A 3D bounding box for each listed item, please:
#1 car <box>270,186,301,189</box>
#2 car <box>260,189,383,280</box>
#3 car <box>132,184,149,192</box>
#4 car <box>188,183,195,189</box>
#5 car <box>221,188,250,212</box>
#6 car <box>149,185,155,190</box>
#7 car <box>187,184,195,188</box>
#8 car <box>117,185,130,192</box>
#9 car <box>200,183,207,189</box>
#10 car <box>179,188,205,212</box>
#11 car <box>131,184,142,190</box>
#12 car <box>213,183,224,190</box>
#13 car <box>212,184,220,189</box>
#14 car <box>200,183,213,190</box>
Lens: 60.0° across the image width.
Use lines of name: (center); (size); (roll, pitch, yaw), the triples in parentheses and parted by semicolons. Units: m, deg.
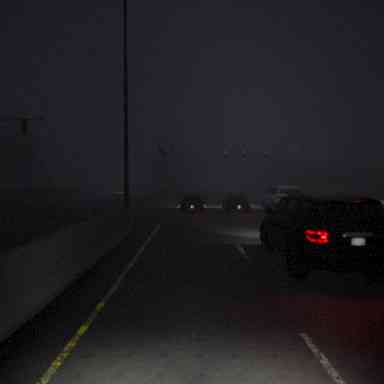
car: (7.005, 0.504, 25.905); (2.150, 2.045, 5.566); (0, 2, 0)
car: (3.532, 1.066, 9.720); (2.150, 2.045, 5.566); (0, 2, 0)
car: (-10.660, -0.760, 68.850); (1.882, 1.535, 5.008); (0, 2, 0)
car: (-0.219, -1.681, 93.694); (1.994, 1.385, 4.181); (0, 2, 0)
car: (3.509, 0.747, 27.049); (1.837, 1.490, 4.892); (0, 3, 0)
car: (-10.699, -1.258, 85.247); (1.895, 1.301, 4.718); (0, 2, 0)
car: (-0.195, -1.215, 83.666); (1.994, 1.385, 4.181); (0, 2, 0)
car: (-14.160, -0.684, 68.844); (1.994, 1.385, 4.181); (0, 2, 0)
car: (3.281, -1.757, 93.699); (1.882, 1.535, 5.008); (0, 2, 0)
car: (0.008, 0.743, 27.210); (1.837, 1.490, 4.892); (0, 2, 0)
car: (-14.199, -1.312, 85.267); (2.033, 1.411, 5.357); (0, 2, 0)
car: (6.802, -1.448, 84.513); (2.097, 1.767, 4.553); (0, 2, 0)
car: (6.781, -1.642, 93.742); (1.895, 1.301, 4.718); (0, 2, 0)
car: (3.305, -1.242, 83.291); (2.128, 1.511, 4.902); (0, 2, 0)
